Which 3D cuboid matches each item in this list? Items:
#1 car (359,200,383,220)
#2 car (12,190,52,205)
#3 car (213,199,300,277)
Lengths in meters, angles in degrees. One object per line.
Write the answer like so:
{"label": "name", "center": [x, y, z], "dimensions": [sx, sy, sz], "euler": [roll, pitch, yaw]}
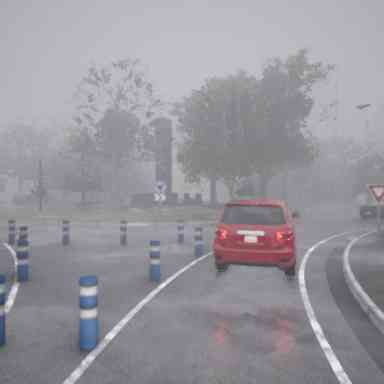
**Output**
{"label": "car", "center": [14.692, 1.353, 24.957], "dimensions": [5.008, 1.535, 1.882], "euler": [0, 0, -31]}
{"label": "car", "center": [-23.847, 0.779, 49.922], "dimensions": [2.150, 2.045, 5.566], "euler": [0, 0, 33]}
{"label": "car", "center": [2.200, 1.224, 10.673], "dimensions": [2.150, 2.045, 5.566], "euler": [0, 0, 17]}
